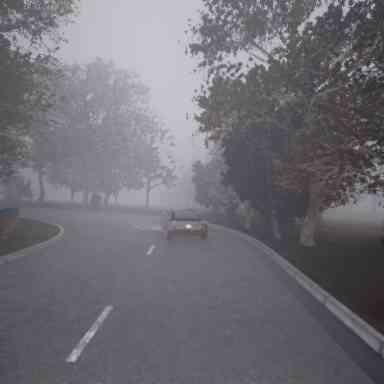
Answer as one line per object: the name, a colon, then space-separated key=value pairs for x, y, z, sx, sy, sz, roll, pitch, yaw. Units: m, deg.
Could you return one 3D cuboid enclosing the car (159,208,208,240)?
car: x=-0.525 y=1.492 z=16.787 sx=1.994 sy=1.385 sz=4.181 roll=1 pitch=0 yaw=-11
